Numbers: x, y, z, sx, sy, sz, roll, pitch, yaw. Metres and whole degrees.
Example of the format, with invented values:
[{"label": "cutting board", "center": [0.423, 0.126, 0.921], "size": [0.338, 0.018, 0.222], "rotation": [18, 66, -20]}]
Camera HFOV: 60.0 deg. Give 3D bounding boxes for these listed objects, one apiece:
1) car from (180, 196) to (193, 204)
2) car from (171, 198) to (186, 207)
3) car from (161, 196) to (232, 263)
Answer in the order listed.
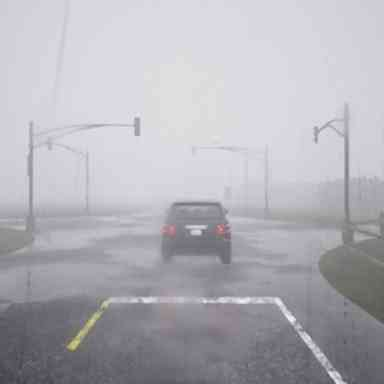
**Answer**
[{"label": "car", "center": [-1.052, 1.525, 68.311], "size": [2.128, 1.511, 4.902], "rotation": [0, 0, 4]}, {"label": "car", "center": [-2.097, 1.616, 52.821], "size": [1.895, 1.301, 4.718], "rotation": [0, 0, 4]}, {"label": "car", "center": [0.169, 1.231, 12.139], "size": [2.150, 2.045, 5.566], "rotation": [0, 0, 1]}]
